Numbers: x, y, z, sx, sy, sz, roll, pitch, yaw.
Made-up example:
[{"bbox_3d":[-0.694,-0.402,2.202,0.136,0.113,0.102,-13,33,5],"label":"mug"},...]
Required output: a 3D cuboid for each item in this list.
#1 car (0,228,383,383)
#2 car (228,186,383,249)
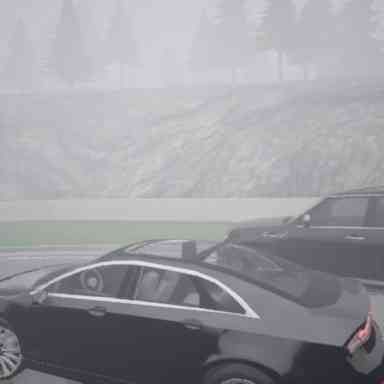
[{"bbox_3d":[-0.516,1.347,3.982,4.902,1.511,2.128,-1,2,23],"label":"car"},{"bbox_3d":[3.207,0.906,6.133,5.566,2.045,2.150,0,2,31],"label":"car"}]
